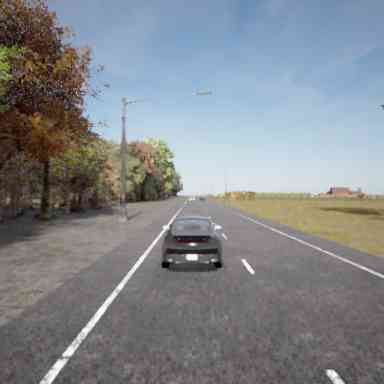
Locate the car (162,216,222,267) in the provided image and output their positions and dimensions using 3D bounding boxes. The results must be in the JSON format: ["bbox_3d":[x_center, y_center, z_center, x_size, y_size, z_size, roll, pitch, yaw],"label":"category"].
[{"bbox_3d":[-0.001,1.600,11.760,1.837,1.490,4.892,0,0,0],"label":"car"}]
